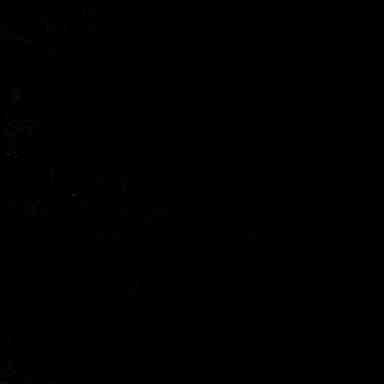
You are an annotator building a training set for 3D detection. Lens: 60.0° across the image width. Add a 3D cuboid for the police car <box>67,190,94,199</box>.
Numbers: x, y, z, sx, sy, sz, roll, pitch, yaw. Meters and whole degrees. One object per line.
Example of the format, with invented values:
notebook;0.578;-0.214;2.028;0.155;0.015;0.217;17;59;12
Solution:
police car;-20.900;0.474;62.353;1.930;1.638;5.238;-1;0;35
